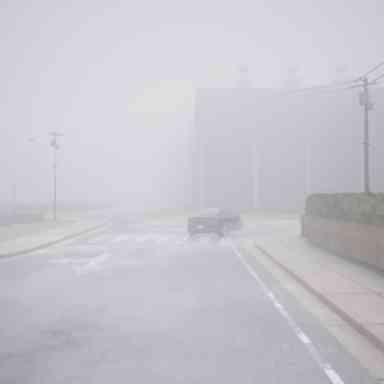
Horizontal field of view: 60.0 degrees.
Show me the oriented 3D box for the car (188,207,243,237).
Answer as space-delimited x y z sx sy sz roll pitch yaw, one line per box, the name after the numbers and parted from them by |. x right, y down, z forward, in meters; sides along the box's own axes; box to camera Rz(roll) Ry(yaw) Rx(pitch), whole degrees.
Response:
1.430 1.585 19.076 1.882 1.535 5.008 -1 0 24 | car

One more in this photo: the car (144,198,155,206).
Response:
-8.316 2.008 65.205 1.837 1.490 4.892 0 0 -3 | car
